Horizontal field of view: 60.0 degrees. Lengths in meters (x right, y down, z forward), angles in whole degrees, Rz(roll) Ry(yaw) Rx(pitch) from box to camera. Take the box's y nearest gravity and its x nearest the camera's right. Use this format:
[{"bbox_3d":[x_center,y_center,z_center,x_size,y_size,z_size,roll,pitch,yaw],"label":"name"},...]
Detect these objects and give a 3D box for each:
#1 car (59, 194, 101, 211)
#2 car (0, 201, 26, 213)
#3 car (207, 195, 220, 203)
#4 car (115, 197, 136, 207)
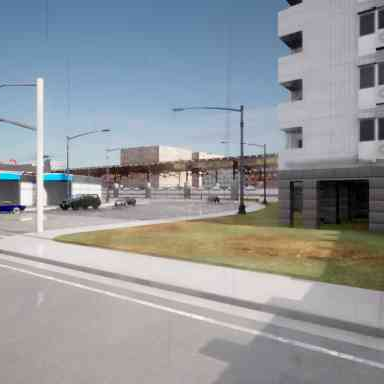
[{"bbox_3d":[-14.042,1.221,42.216,2.150,2.045,5.566,0,0,29],"label":"car"},{"bbox_3d":[-19.678,1.601,33.896,1.895,1.301,4.718,0,0,37],"label":"car"},{"bbox_3d":[4.434,1.502,69.669,1.837,1.490,4.892,0,0,-12],"label":"car"},{"bbox_3d":[-10.277,1.491,51.629,2.128,1.511,4.902,0,0,14],"label":"car"}]
